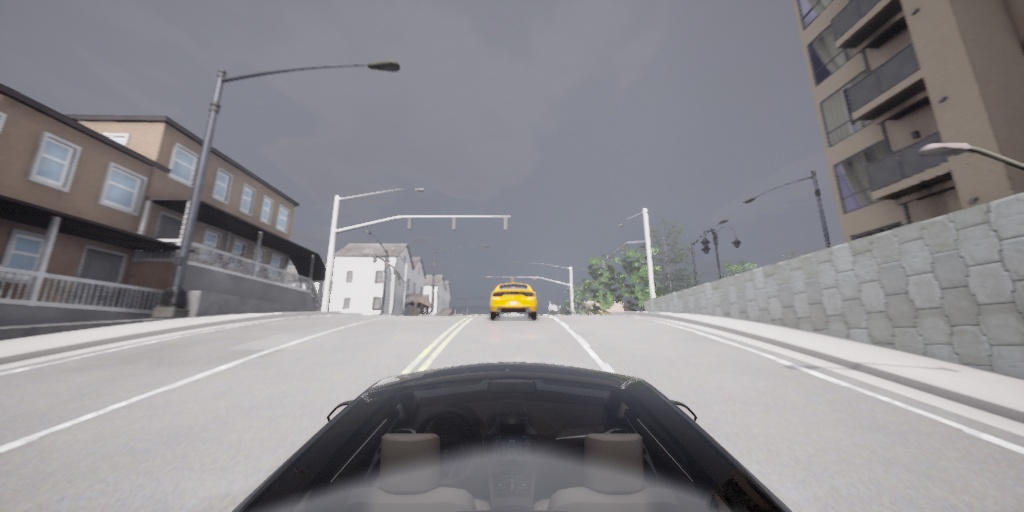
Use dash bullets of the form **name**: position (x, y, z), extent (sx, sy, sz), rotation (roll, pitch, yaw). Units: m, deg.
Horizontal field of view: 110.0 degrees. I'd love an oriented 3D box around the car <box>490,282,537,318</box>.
- **car**: position (0.070, 1.975, 16.108), extent (1.882, 1.535, 5.008), rotation (0, -8, 0)
